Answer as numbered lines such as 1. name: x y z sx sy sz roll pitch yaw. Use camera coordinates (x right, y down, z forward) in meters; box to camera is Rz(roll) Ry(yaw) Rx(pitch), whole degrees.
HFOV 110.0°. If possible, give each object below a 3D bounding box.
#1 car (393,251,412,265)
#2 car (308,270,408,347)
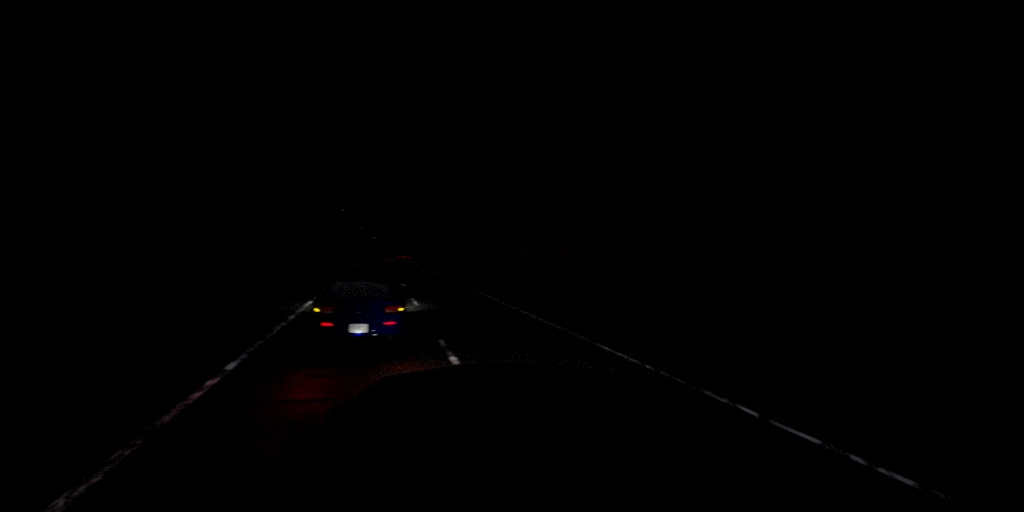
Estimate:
1. car: -14.275 0.292 47.366 1.882 1.535 5.008 3 0 -21
2. car: -3.513 1.064 8.508 1.812 1.442 4.674 3 0 -21
